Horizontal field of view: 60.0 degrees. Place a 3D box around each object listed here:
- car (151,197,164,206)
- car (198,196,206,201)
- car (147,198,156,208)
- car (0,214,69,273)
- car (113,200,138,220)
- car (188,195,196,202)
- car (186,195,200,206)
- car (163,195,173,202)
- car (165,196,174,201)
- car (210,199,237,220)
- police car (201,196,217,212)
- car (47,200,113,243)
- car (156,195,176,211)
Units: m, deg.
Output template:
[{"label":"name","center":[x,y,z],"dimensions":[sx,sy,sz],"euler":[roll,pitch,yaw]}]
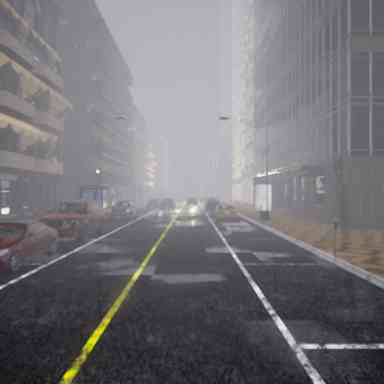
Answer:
[{"label":"car","center":[-5.690,1.575,55.646],"dimensions":[1.752,1.417,4.829],"euler":[0,0,0]},{"label":"car","center":[2.692,1.651,89.706],"dimensions":[2.008,1.369,4.403],"euler":[0,0,0]},{"label":"car","center":[-5.690,1.609,50.166],"dimensions":[1.947,1.339,4.313],"euler":[0,0,0]},{"label":"car","center":[-5.691,1.590,10.627],"dimensions":[1.802,1.307,4.206],"euler":[0,0,0]},{"label":"car","center":[-5.690,1.461,27.573],"dimensions":[1.967,1.590,4.097],"euler":[0,0,0]},{"label":"car","center":[0.003,1.480,73.555],"dimensions":[1.812,1.442,4.674],"euler":[0,0,0]},{"label":"car","center":[0.001,1.555,56.262],"dimensions":[1.837,1.490,4.892],"euler":[0,0,0]},{"label":"car","center":[-5.688,1.523,78.409],"dimensions":[1.967,1.590,4.097],"euler":[0,0,0]},{"label":"car","center":[-5.688,1.673,84.058],"dimensions":[1.802,1.307,4.206],"euler":[0,0,0]},{"label":"car","center":[2.690,1.546,27.743],"dimensions":[1.752,1.417,4.829],"euler":[0,0,0]},{"label":"police car","center":[2.367,1.455,38.490],"dimensions":[1.930,1.638,5.238],"euler":[0,0,0]},{"label":"car","center":[-5.691,1.328,16.276],"dimensions":[2.192,1.841,5.009],"euler":[0,0,0]},{"label":"car","center":[-3.089,1.512,42.490],"dimensions":[1.882,1.535,5.008],"euler":[0,0,0]}]
